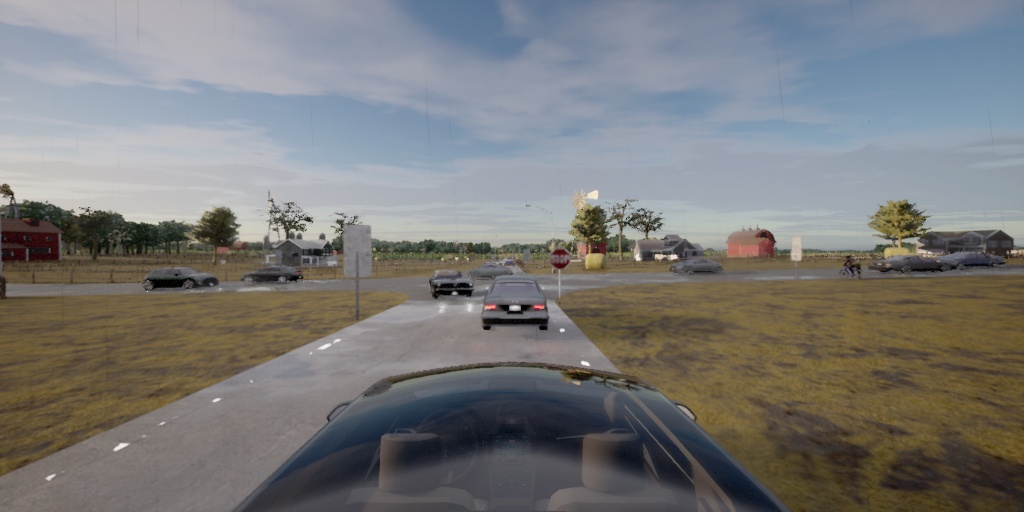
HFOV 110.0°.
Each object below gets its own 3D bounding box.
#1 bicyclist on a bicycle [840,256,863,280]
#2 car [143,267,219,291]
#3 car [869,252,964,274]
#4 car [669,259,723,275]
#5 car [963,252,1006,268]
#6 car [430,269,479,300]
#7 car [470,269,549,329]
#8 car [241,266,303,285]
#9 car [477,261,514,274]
[{"bbox_3d":[22.804,0.797,24.133,0.582,1.620,1.656,-1,0,0],"label":"bicyclist on a bicycle"},{"bbox_3d":[-25.614,1.677,27.861,4.553,1.767,2.097,-1,1,0],"label":"car"},{"bbox_3d":[31.254,0.641,28.056,5.357,1.411,2.033,-1,1,0],"label":"car"},{"bbox_3d":[16.221,0.939,31.707,4.181,1.385,1.994,-1,1,0],"label":"car"},{"bbox_3d":[40.103,0.373,31.773,5.357,1.411,2.033,-1,1,0],"label":"car"},{"bbox_3d":[-3.145,1.386,18.313,1.895,1.301,4.718,0,0,-16],"label":"car"},{"bbox_3d":[0.104,1.316,11.247,2.033,1.411,5.357,0,0,1],"label":"car"},{"bbox_3d":[-21.098,1.674,31.591,4.892,1.490,1.837,-1,1,-1],"label":"car"},{"bbox_3d":[-2.043,1.390,31.669,4.181,1.385,1.994,-1,0,0],"label":"car"}]
